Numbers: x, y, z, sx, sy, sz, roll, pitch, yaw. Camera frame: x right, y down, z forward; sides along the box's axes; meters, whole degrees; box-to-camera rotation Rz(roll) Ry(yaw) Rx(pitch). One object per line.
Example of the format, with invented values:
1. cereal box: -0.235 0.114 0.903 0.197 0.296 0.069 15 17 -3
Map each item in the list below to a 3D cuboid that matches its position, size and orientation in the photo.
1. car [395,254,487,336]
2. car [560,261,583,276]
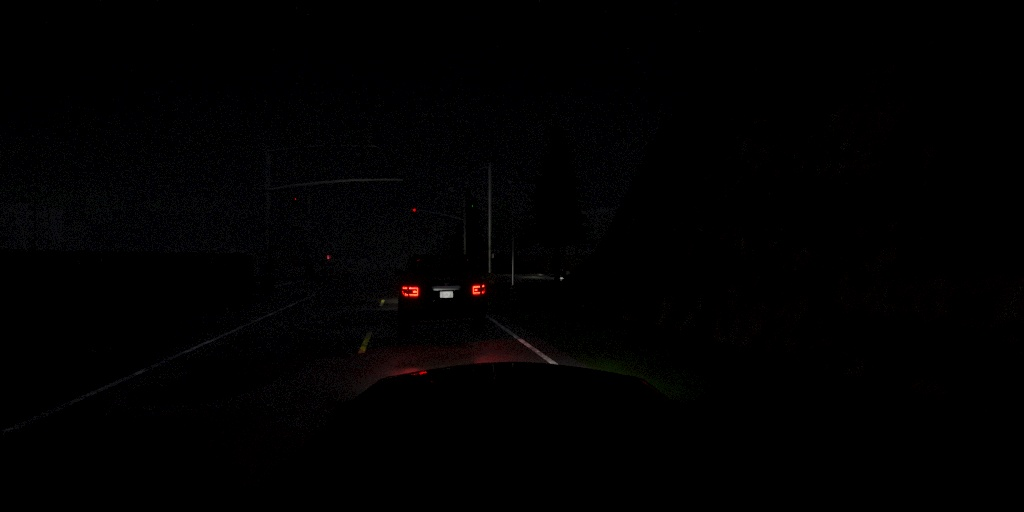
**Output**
1. car: -2.256 0.971 10.740 2.150 2.045 5.566 0 0 -17
2. car: 6.571 1.228 35.306 5.008 1.535 1.882 0 0 -19
